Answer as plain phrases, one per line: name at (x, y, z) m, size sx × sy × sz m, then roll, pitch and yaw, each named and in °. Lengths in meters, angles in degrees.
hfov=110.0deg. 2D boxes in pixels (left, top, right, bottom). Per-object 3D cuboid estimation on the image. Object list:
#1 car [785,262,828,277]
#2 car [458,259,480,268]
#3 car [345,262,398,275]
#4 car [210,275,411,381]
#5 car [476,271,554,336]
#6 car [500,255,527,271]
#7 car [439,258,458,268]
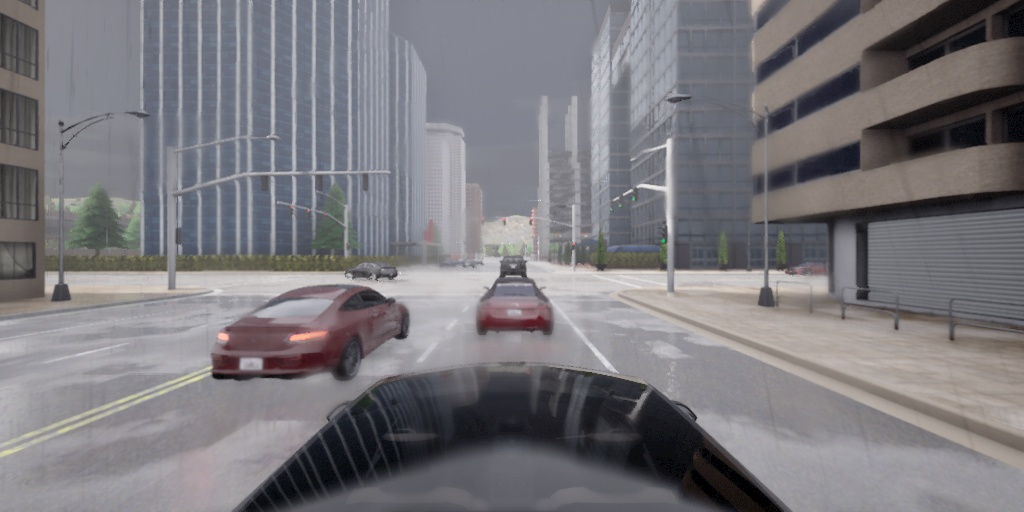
car at (28.960, 1.308, 34.689) m, size 4.181 × 1.385 × 1.994 m, roll 0°, pitch 0°, yaw 1°
car at (-7.028, 1.228, 58.921) m, size 2.128 × 1.511 × 4.902 m, roll 0°, pitch 0°, yaw 1°
car at (-11.417, 1.234, 29.007) m, size 4.902 × 1.511 × 2.128 m, roll 0°, pitch 0°, yaw 31°
car at (-3.440, 1.274, 7.066) m, size 1.812 × 1.442 × 4.674 m, roll 0°, pitch 0°, yaw 0°
car at (0.080, 1.311, 10.456) m, size 1.994 × 1.385 × 4.181 m, roll 0°, pitch 0°, yaw 0°
car at (0.108, 0.965, 31.105) m, size 2.150 × 2.045 × 5.566 m, roll 0°, pitch 0°, yaw 0°
car at (-10.529, 1.088, 58.747) m, size 2.097 × 1.767 × 4.553 m, roll 0°, pitch 0°, yaw 1°
